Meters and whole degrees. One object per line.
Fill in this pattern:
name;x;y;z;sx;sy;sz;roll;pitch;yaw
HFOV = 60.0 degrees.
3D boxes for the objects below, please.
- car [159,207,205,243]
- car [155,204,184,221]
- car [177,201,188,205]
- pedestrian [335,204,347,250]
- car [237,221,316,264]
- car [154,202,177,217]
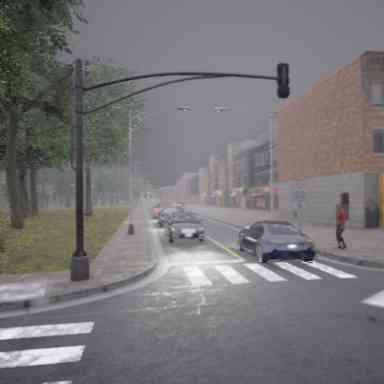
car;-0.503;1.860;18.595;2.128;1.511;4.902;-1;-1;-8
car;-1.814;2.034;27.664;1.812;1.442;4.674;-1;-1;-8
car;-2.141;2.415;50.493;1.812;1.442;4.674;-1;-1;-8
pedestrian;5.989;1.361;13.338;0.375;1.860;0.375;0;-1;-8
car;3.132;1.817;13.085;1.994;1.385;4.181;-1;-1;-6
car;-3.219;2.027;37.421;2.097;1.767;4.553;-1;-1;-8
